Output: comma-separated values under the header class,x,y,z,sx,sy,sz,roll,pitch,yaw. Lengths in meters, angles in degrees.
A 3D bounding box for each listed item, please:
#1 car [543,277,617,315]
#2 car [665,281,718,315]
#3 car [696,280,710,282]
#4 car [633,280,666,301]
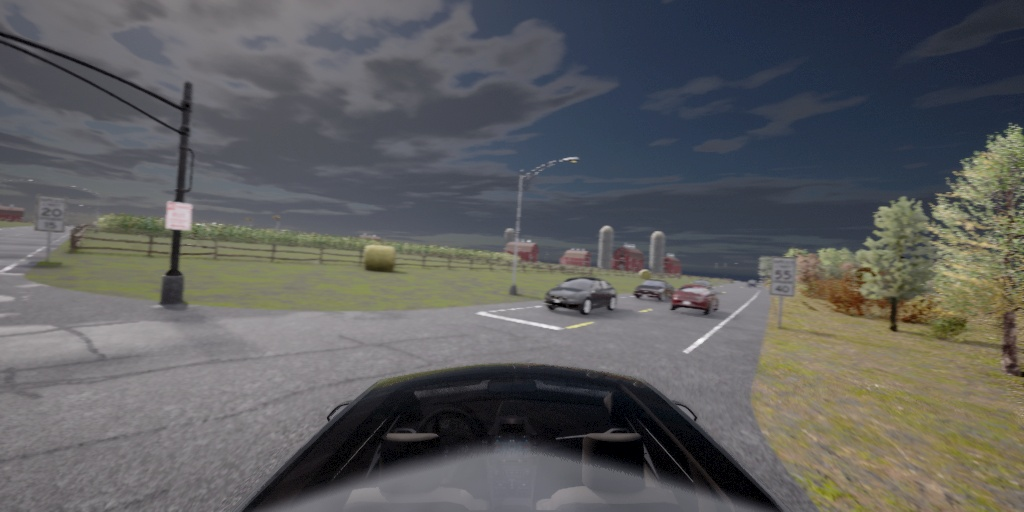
class,x,y,z,sx,sy,sz,roll,pitch,yaw
car,3.291,1.739,16.545,1.837,1.490,4.892,3,-1,37
car,10.058,2.304,19.672,1.812,1.442,4.674,3,-1,36
car,22.946,3.625,43.342,1.837,1.490,4.892,3,-2,36
car,10.655,2.484,26.570,2.033,1.411,5.357,3,-1,36
